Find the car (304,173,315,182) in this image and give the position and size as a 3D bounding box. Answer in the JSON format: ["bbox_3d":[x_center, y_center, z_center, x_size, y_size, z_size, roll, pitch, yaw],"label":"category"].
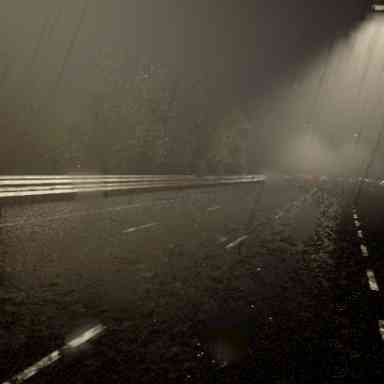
[{"bbox_3d":[29.941,-3.680,84.784,2.150,2.045,5.566,5,5,24],"label":"car"}]

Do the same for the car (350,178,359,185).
[{"bbox_3d":[39.442,-2.519,80.456,2.033,1.411,5.357,5,5,24],"label":"car"}]

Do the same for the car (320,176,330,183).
[{"bbox_3d":[33.271,-3.048,83.749,1.895,1.301,4.718,5,5,24],"label":"car"}]

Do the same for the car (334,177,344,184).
[{"bbox_3d":[36.422,-3.001,82.205,2.097,1.767,4.553,5,5,24],"label":"car"}]
